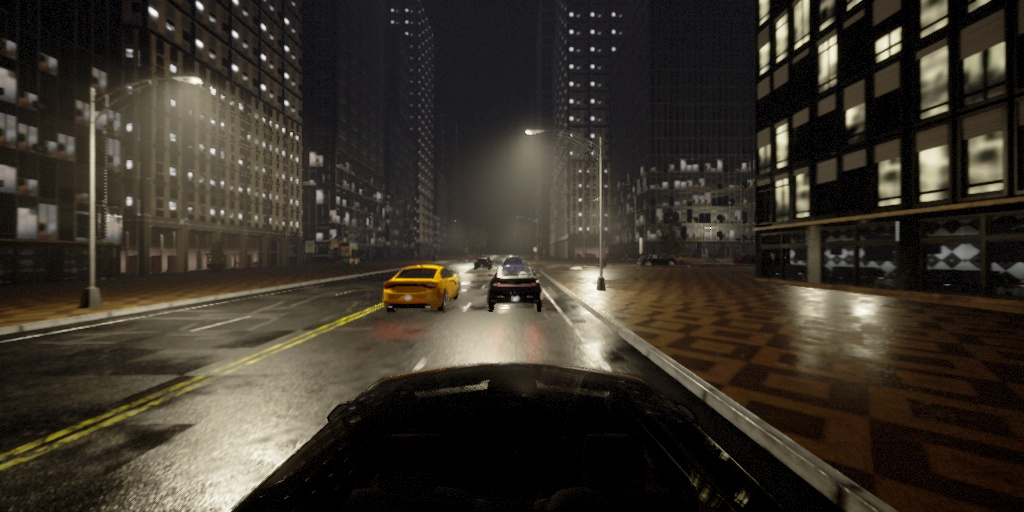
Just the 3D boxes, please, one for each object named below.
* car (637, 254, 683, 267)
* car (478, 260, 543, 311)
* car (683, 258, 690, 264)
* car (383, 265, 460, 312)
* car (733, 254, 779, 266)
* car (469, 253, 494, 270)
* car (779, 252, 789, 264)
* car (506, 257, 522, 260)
[{"bbox_3d":[16.706,0.502,41.251,4.403,1.370,2.007,0,0,-1],"label":"car"},{"bbox_3d":[0.106,1.085,13.477,2.128,1.511,4.902,0,1,0],"label":"car"},{"bbox_3d":[21.991,0.447,49.697,4.829,1.417,1.751,0,0,-1],"label":"car"},{"bbox_3d":[-3.145,1.074,13.320,1.882,1.535,5.008,0,1,0],"label":"car"},{"bbox_3d":[27.824,0.425,41.389,4.207,1.307,1.802,0,0,-1],"label":"car"},{"bbox_3d":[-3.139,0.723,39.935,2.128,1.511,4.902,-1,1,0],"label":"car"},{"bbox_3d":[37.274,0.118,47.248,4.553,1.767,2.097,-1,0,0],"label":"car"},{"bbox_3d":[0.199,0.822,32.272,1.882,1.535,5.008,0,1,3],"label":"car"}]
